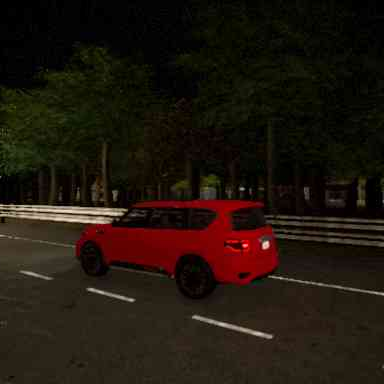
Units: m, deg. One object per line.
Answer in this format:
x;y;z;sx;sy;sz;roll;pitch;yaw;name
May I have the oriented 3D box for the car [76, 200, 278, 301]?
-0.619;1.227;8.609;5.566;2.045;2.150;0;0;36;car
